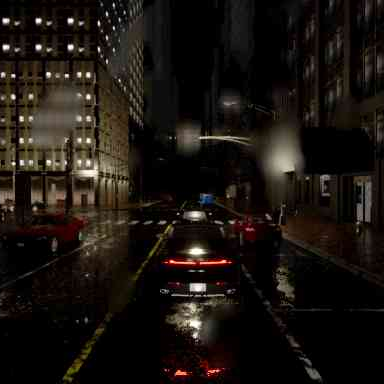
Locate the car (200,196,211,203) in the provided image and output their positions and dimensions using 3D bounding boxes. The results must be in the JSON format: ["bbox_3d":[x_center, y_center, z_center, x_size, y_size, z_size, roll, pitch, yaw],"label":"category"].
[{"bbox_3d":[2.785,1.534,69.857,2.008,1.369,4.403,0,0,0],"label":"car"}]

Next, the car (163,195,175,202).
[{"bbox_3d":[-5.587,1.524,75.566,1.887,1.381,4.507,0,0,0],"label":"car"}]

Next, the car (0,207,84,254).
[{"bbox_3d":[-5.806,1.543,13.507,1.887,1.381,4.507,0,0,0],"label":"car"}]

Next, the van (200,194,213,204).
[{"bbox_3d":[2.768,1.329,58.464,1.690,1.788,3.998,0,0,0],"label":"van"}]

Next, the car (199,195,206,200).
[{"bbox_3d":[2.818,1.550,92.644,1.802,1.307,4.206,0,0,0],"label":"car"}]

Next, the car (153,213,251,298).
[{"bbox_3d":[0.111,1.504,8.518,1.837,1.490,4.892,0,0,0],"label":"car"}]

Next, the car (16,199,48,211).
[{"bbox_3d":[-18.469,1.499,37.246,4.403,1.369,2.008,0,0,1],"label":"car"}]

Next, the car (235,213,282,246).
[{"bbox_3d":[2.835,1.580,14.871,1.802,1.307,4.206,0,0,0],"label":"car"}]

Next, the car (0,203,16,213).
[{"bbox_3d":[-18.568,1.308,28.864,5.009,1.841,2.192,0,0,1],"label":"car"}]

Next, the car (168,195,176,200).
[{"bbox_3d":[-5.563,1.534,92.657,1.947,1.339,4.313,0,0,0],"label":"car"}]

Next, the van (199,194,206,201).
[{"bbox_3d":[2.809,1.313,86.947,1.690,1.788,3.998,0,0,0],"label":"van"}]

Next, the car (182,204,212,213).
[{"bbox_3d":[0.125,1.562,17.394,1.994,1.385,4.181,0,0,0],"label":"car"}]
